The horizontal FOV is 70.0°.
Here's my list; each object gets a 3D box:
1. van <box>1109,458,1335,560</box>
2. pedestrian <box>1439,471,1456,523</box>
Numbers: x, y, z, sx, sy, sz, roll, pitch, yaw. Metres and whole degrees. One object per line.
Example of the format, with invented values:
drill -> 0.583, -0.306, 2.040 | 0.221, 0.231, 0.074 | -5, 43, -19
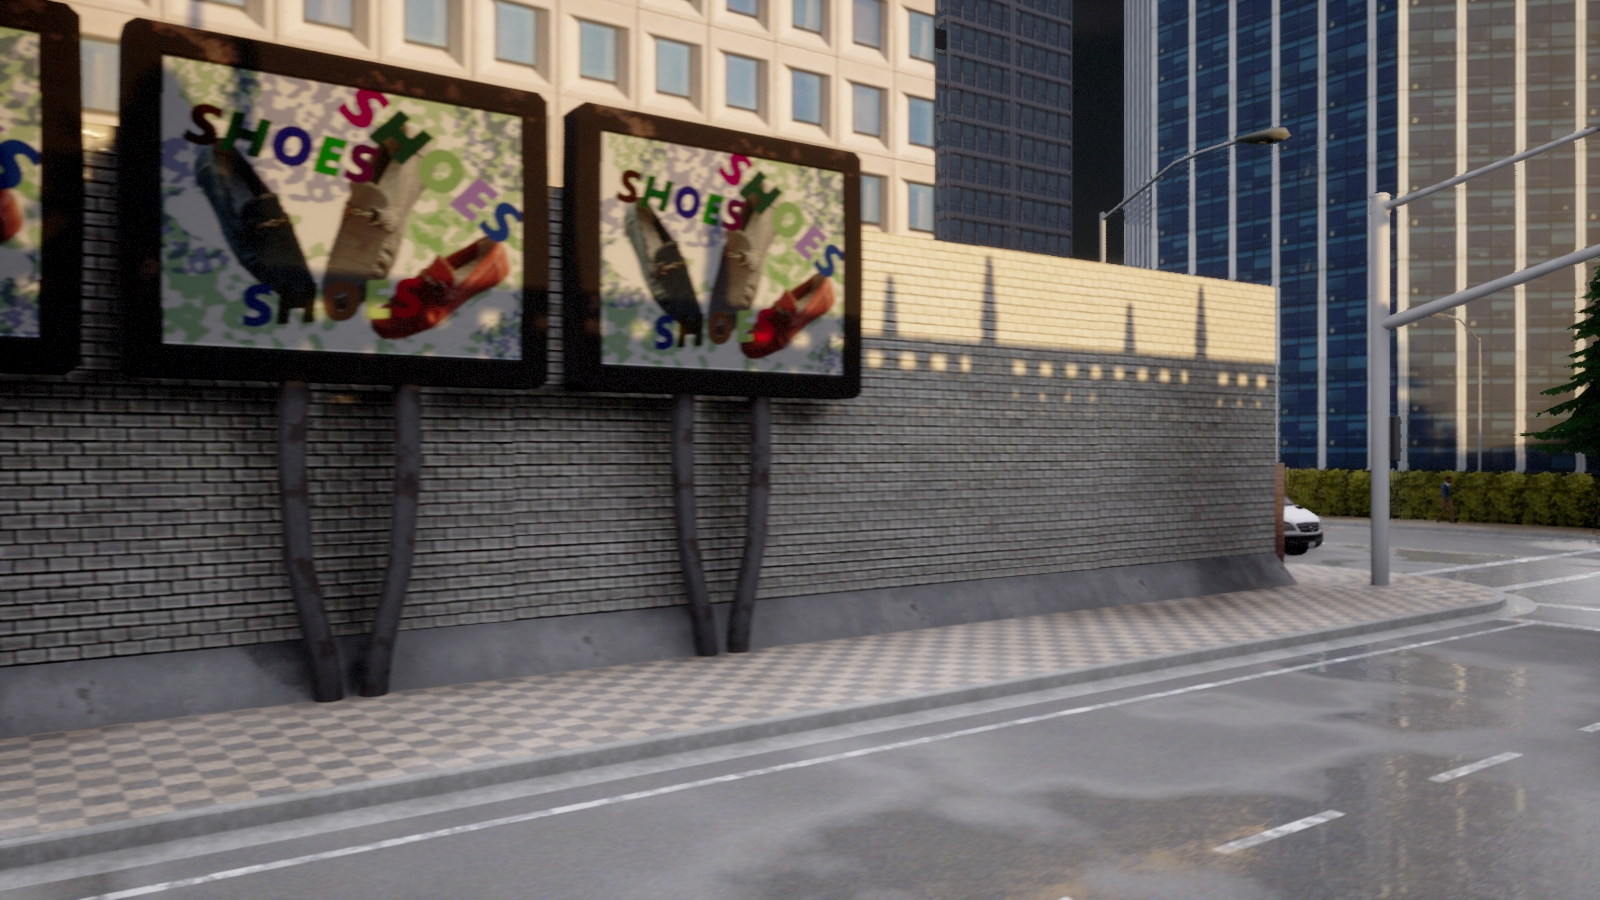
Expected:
van -> 11.707, 1.534, 32.204 | 1.988, 2.561, 5.915 | 0, 0, -35
pedestrian -> 23.550, 1.695, 41.549 | 0.375, 1.860, 0.375 | 0, 0, -23
